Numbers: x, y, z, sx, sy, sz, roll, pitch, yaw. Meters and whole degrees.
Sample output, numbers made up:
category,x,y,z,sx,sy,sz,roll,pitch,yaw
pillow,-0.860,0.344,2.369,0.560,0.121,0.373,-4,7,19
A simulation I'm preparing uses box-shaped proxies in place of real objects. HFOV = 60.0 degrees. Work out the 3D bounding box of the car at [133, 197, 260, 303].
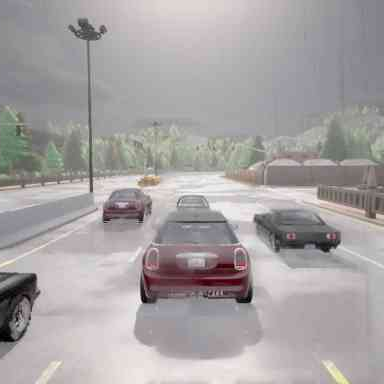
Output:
category,x,y,z,sx,sy,sz,roll,pitch,yaw
car,0.077,1.191,8.013,2.097,1.767,4.553,0,2,0

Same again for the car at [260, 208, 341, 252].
category,x,y,z,sx,sy,sz,roll,pitch,yaw
car,3.562,1.247,12.250,1.895,1.301,4.718,0,3,0

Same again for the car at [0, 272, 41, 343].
category,x,y,z,sx,sy,sz,roll,pitch,yaw
car,-3.407,1.568,3.339,1.895,1.301,4.718,0,1,0

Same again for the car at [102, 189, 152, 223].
category,x,y,z,sx,sy,sz,roll,pitch,yaw
car,-3.470,0.578,18.599,2.097,1.767,4.553,0,4,0

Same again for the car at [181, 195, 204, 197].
category,x,y,z,sx,sy,sz,roll,pitch,yaw
car,0.036,0.857,17.395,2.033,1.411,5.357,0,4,0
